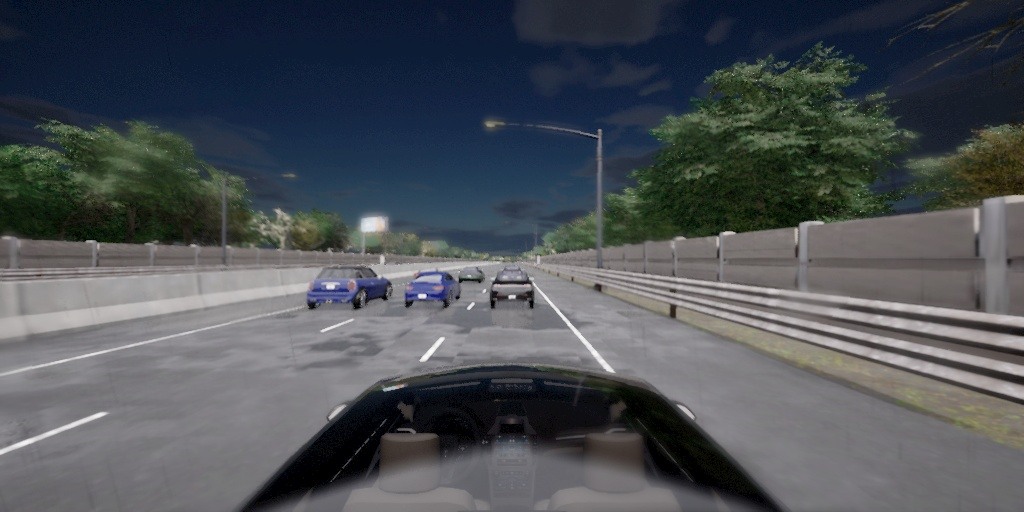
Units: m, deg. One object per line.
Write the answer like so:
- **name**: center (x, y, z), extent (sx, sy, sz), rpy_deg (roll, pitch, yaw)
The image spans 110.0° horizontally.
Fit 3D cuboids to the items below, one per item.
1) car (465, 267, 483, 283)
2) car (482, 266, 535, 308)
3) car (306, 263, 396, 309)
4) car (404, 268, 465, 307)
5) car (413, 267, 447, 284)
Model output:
- **car**: center (-3.478, 1.610, 31.159), extent (1.994, 1.385, 4.181), rpy_deg (0, -1, 0)
- **car**: center (0.013, 1.382, 16.173), extent (2.128, 1.511, 4.902), rpy_deg (0, 0, 0)
- **car**: center (-6.989, 1.237, 15.948), extent (2.097, 1.767, 4.553), rpy_deg (0, -1, 0)
- **car**: center (-3.487, 1.416, 16.259), extent (1.812, 1.442, 4.674), rpy_deg (0, 0, 0)
- **car**: center (-6.981, 1.644, 30.982), extent (1.895, 1.301, 4.718), rpy_deg (0, -1, 0)
